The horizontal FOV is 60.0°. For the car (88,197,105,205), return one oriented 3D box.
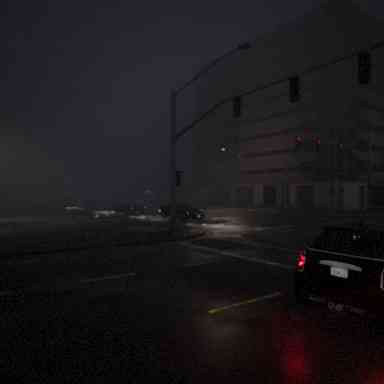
[{"bbox_3d":[-18.595,1.665,64.628,1.994,1.385,4.181,0,0,-35],"label":"car"}]

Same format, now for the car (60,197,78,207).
[{"bbox_3d":[-20.218,1.580,54.598,2.128,1.511,4.902,0,0,-35],"label":"car"}]

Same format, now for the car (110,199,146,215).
[{"bbox_3d":[-6.643,1.687,35.293,1.895,1.301,4.718,0,0,-35],"label":"car"}]

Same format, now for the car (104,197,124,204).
[{"bbox_3d":[-15.556,1.655,66.356,2.033,1.411,5.357,0,0,-35],"label":"car"}]

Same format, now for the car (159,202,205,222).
[{"bbox_3d":[-0.896,1.577,27.179,2.128,1.511,4.902,0,0,-35],"label":"car"}]

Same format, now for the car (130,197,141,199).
[{"bbox_3d":[-10.055,1.633,58.619,1.812,1.442,4.674,0,0,-35],"label":"car"}]

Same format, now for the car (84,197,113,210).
[{"bbox_3d":[-12.428,1.687,43.476,1.895,1.301,4.718,0,0,-35],"label":"car"}]

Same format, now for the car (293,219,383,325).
[{"bbox_3d":[4.169,1.366,6.824,4.553,1.767,2.097,0,0,-37],"label":"car"}]

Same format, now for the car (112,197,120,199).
[{"bbox_3d":[-13.550,1.626,57.499,1.812,1.442,4.674,0,0,-36],"label":"car"}]
